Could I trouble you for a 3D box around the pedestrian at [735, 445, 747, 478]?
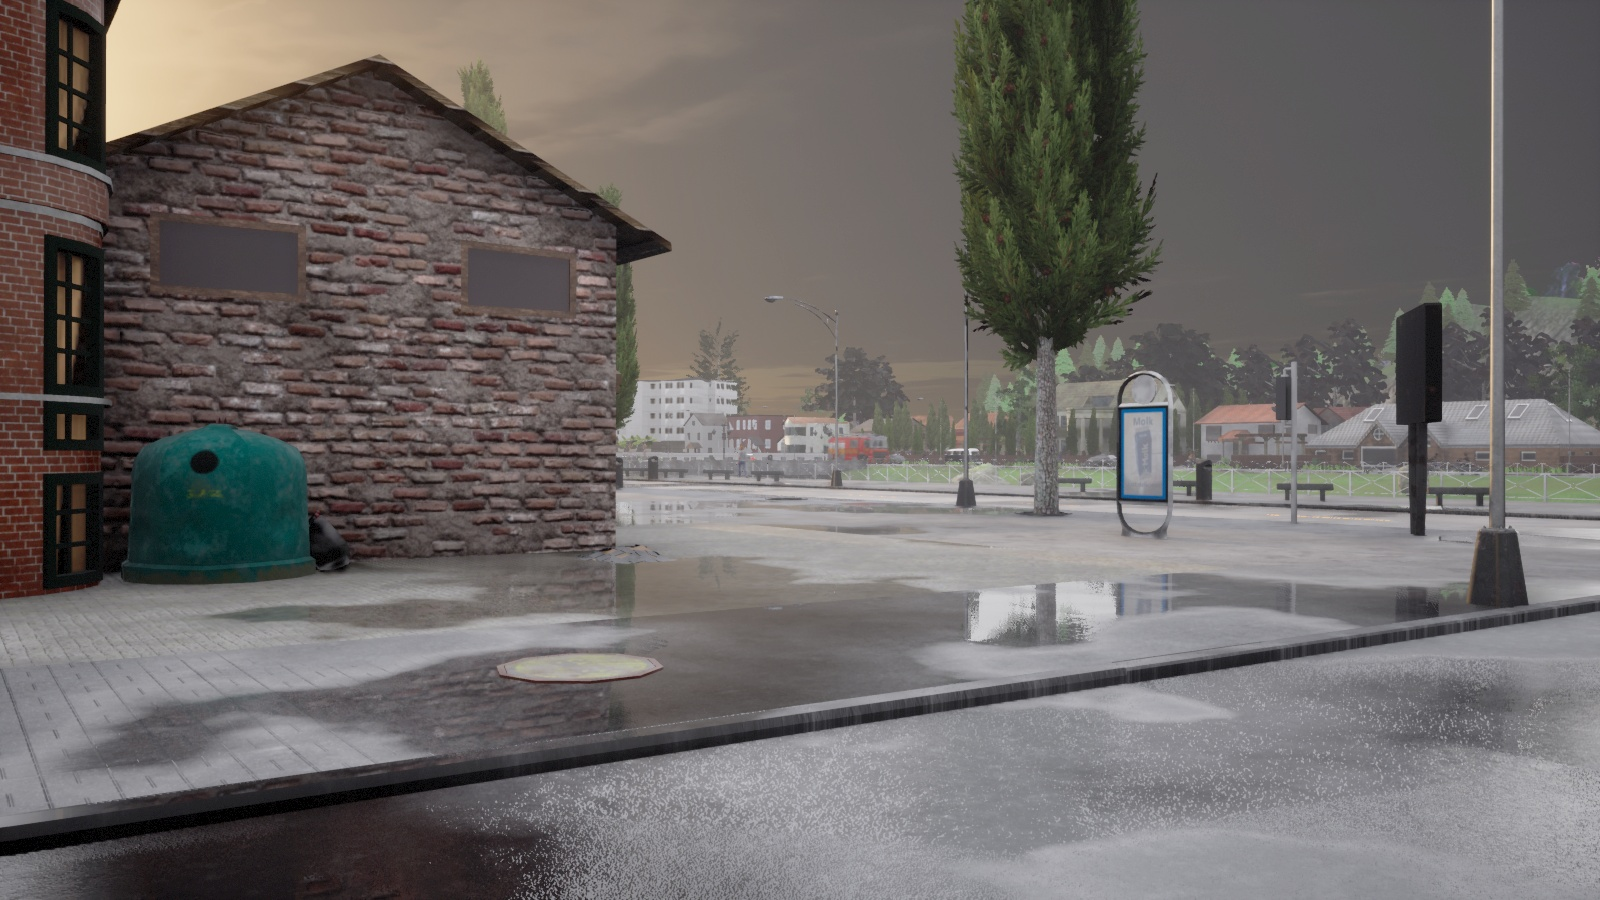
[{"bbox_3d":[-3.268,0.632,69.742,0.354,1.836,0.706,0,0,-35],"label":"pedestrian"}]
